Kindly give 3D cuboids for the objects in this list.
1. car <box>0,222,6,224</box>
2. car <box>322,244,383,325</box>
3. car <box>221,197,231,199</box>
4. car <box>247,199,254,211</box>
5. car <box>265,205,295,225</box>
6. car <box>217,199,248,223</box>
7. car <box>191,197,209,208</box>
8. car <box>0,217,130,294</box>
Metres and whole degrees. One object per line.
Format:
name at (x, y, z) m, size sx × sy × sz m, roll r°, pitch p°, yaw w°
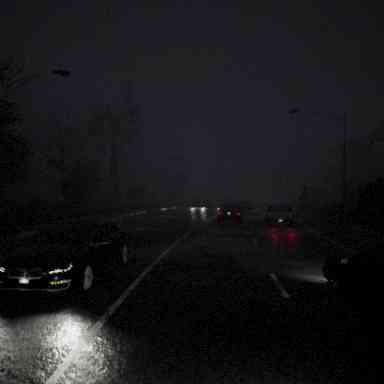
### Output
car at (-6.536, 1.583, 9.691) m, size 1.895 × 1.301 × 4.718 m, roll 0°, pitch 0°, yaw 5°
car at (3.843, 1.560, 5.400) m, size 2.033 × 1.411 × 5.357 m, roll 0°, pitch 0°, yaw 3°
car at (5.147, 1.531, 50.787) m, size 1.837 × 1.490 × 4.892 m, roll 0°, pitch -1°, yaw 15°
car at (6.852, 1.595, 42.488) m, size 1.994 × 1.385 × 4.181 m, roll 0°, pitch 0°, yaw 14°
car at (6.376, 1.629, 24.577) m, size 1.895 × 1.301 × 4.718 m, roll 0°, pitch 0°, yaw 11°
car at (3.086, 1.563, 26.005) m, size 2.033 × 1.411 × 5.357 m, roll 0°, pitch 0°, yaw 11°
car at (1.268, 1.511, 49.802) m, size 1.837 × 1.490 × 4.892 m, roll 0°, pitch 1°, yaw 15°
car at (-3.070, 1.498, 8.937) m, size 1.837 × 1.490 × 4.892 m, roll 0°, pitch 0°, yaw 5°
